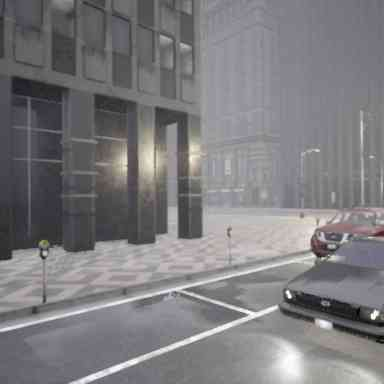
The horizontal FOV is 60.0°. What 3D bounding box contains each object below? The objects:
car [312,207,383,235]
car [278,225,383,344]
[{"bbox_3d":[6.587,1.537,12.858,5.009,1.841,2.192,1,-2,-41],"label":"car"},{"bbox_3d":[4.006,1.666,6.877,5.357,1.411,2.033,1,-2,-41],"label":"car"}]
